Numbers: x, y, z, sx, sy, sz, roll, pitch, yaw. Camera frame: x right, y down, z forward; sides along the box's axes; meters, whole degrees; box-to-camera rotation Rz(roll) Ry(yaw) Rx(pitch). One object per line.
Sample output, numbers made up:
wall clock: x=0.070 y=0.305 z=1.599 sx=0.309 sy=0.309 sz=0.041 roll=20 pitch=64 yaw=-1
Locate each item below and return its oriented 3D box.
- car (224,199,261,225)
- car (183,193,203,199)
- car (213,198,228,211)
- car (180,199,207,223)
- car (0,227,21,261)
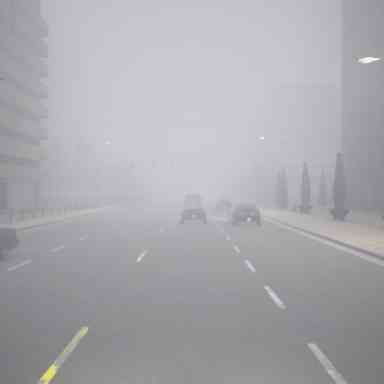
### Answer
car: x=3.592 y=1.464 z=23.353 sx=1.837 sy=1.490 sz=4.892 roll=0 pitch=0 yaw=0
car: x=0.120 y=1.152 z=40.191 sx=2.150 sy=2.045 sz=5.566 roll=0 pitch=0 yaw=0
car: x=3.601 y=1.435 z=39.270 sx=1.837 sy=1.490 sz=4.892 roll=0 pitch=0 yaw=0
car: x=0.116 y=1.481 z=24.894 sx=1.812 sy=1.442 sz=4.674 roll=0 pitch=0 yaw=0
car: x=-7.006 y=1.531 z=9.429 sx=2.033 sy=1.411 sz=5.357 roll=0 pitch=0 yaw=0
